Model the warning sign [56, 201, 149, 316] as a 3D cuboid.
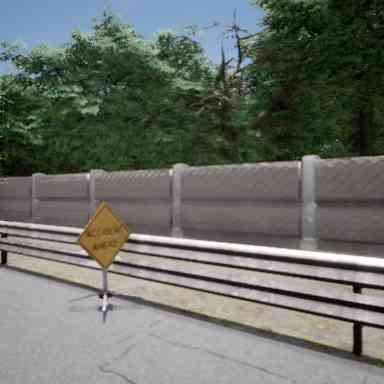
[{"bbox_3d":[-1.666,1.128,6.333,1.060,1.860,1.300,-1,0,35],"label":"warning sign"}]
